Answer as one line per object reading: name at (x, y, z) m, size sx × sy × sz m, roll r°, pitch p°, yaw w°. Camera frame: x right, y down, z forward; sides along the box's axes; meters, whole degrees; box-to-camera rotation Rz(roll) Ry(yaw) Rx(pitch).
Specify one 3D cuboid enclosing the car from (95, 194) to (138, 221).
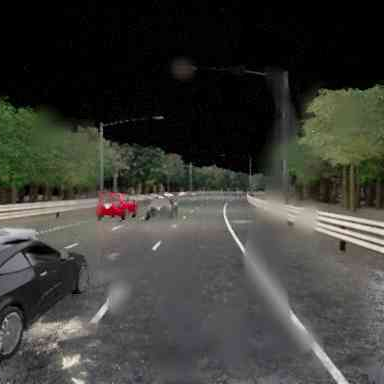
car at (-5.919, 1.165, 26.681) m, size 2.150 × 2.045 × 5.566 m, roll 0°, pitch 0°, yaw 4°

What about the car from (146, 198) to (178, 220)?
car at (-2.350, 1.293, 27.362) m, size 2.097 × 1.767 × 4.553 m, roll 0°, pitch 0°, yaw 4°

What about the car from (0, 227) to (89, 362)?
car at (-3.310, 1.521, 5.772) m, size 1.812 × 1.442 × 4.674 m, roll 0°, pitch 0°, yaw 1°
